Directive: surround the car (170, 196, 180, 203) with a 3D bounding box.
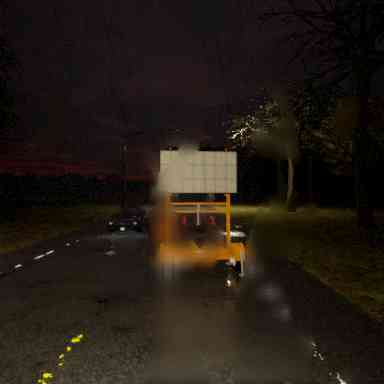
[{"bbox_3d":[-3.625,1.558,69.800,1.882,1.535,5.008,0,0,0],"label":"car"}]

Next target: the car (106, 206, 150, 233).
[{"bbox_3d":[-3.636,1.545,20.053,2.033,1.411,5.357,0,0,0],"label":"car"}]

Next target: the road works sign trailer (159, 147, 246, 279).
[{"bbox_3d":[0.177,0.461,10.120,2.380,3.560,2.880,0,0,-8],"label":"road works sign trailer"}]
